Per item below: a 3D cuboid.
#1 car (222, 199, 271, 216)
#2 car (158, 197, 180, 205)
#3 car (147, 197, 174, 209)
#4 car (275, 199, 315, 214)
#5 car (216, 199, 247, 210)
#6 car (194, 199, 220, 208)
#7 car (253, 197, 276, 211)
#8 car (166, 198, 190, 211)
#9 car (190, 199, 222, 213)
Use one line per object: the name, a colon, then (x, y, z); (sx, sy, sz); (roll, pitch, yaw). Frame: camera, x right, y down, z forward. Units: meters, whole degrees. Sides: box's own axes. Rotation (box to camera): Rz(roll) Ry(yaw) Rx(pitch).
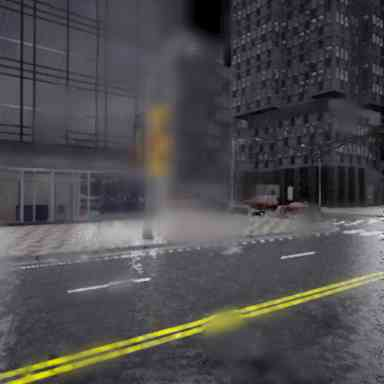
car: (5.493, 1.759, 34.119); (1.947, 1.339, 4.313); (1, 0, -36)
car: (-4.369, 1.699, 61.870); (1.887, 1.381, 4.507); (1, 0, -36)
car: (-4.543, 1.578, 47.738); (1.967, 1.590, 4.097); (1, 0, -36)
car: (12.357, 1.820, 39.175); (1.802, 1.307, 4.206); (1, 0, -36)
car: (5.666, 1.765, 48.253); (1.947, 1.339, 4.313); (1, 0, -36)
car: (2.322, 1.748, 52.792); (1.947, 1.339, 4.313); (1, 0, -36)
car: (9.013, 1.532, 43.715); (2.192, 1.841, 5.009); (1, 0, -36)
car: (-1.199, 1.737, 43.199); (1.802, 1.307, 4.206); (1, 0, -36)
car: (2.147, 1.739, 38.659); (1.947, 1.339, 4.313); (1, 0, -36)
